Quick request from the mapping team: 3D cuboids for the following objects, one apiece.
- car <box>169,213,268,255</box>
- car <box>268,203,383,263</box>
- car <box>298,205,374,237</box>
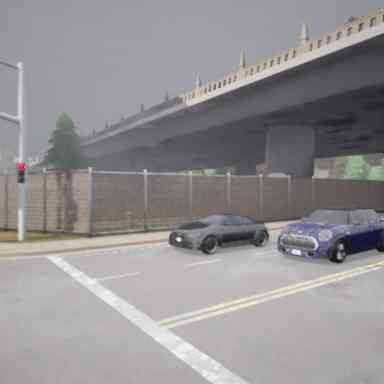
[{"bbox_3d":[1.157,1.558,13.412,4.181,1.385,1.994,0,0,-35],"label":"car"},{"bbox_3d":[5.177,1.332,11.989,4.553,1.767,2.097,0,0,-35],"label":"car"},{"bbox_3d":[7.971,1.519,18.295,4.181,1.385,1.994,0,0,-35],"label":"car"}]
